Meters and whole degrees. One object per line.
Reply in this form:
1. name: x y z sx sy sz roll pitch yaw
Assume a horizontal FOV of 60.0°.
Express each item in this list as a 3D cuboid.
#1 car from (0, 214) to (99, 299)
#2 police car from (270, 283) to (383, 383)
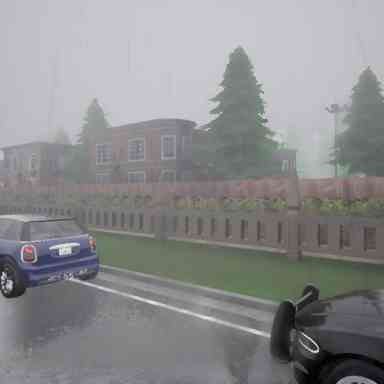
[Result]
1. car: -4.519 1.351 8.770 4.553 1.767 2.097 0 0 38
2. police car: 3.259 1.425 2.711 5.238 1.638 1.930 0 0 38
